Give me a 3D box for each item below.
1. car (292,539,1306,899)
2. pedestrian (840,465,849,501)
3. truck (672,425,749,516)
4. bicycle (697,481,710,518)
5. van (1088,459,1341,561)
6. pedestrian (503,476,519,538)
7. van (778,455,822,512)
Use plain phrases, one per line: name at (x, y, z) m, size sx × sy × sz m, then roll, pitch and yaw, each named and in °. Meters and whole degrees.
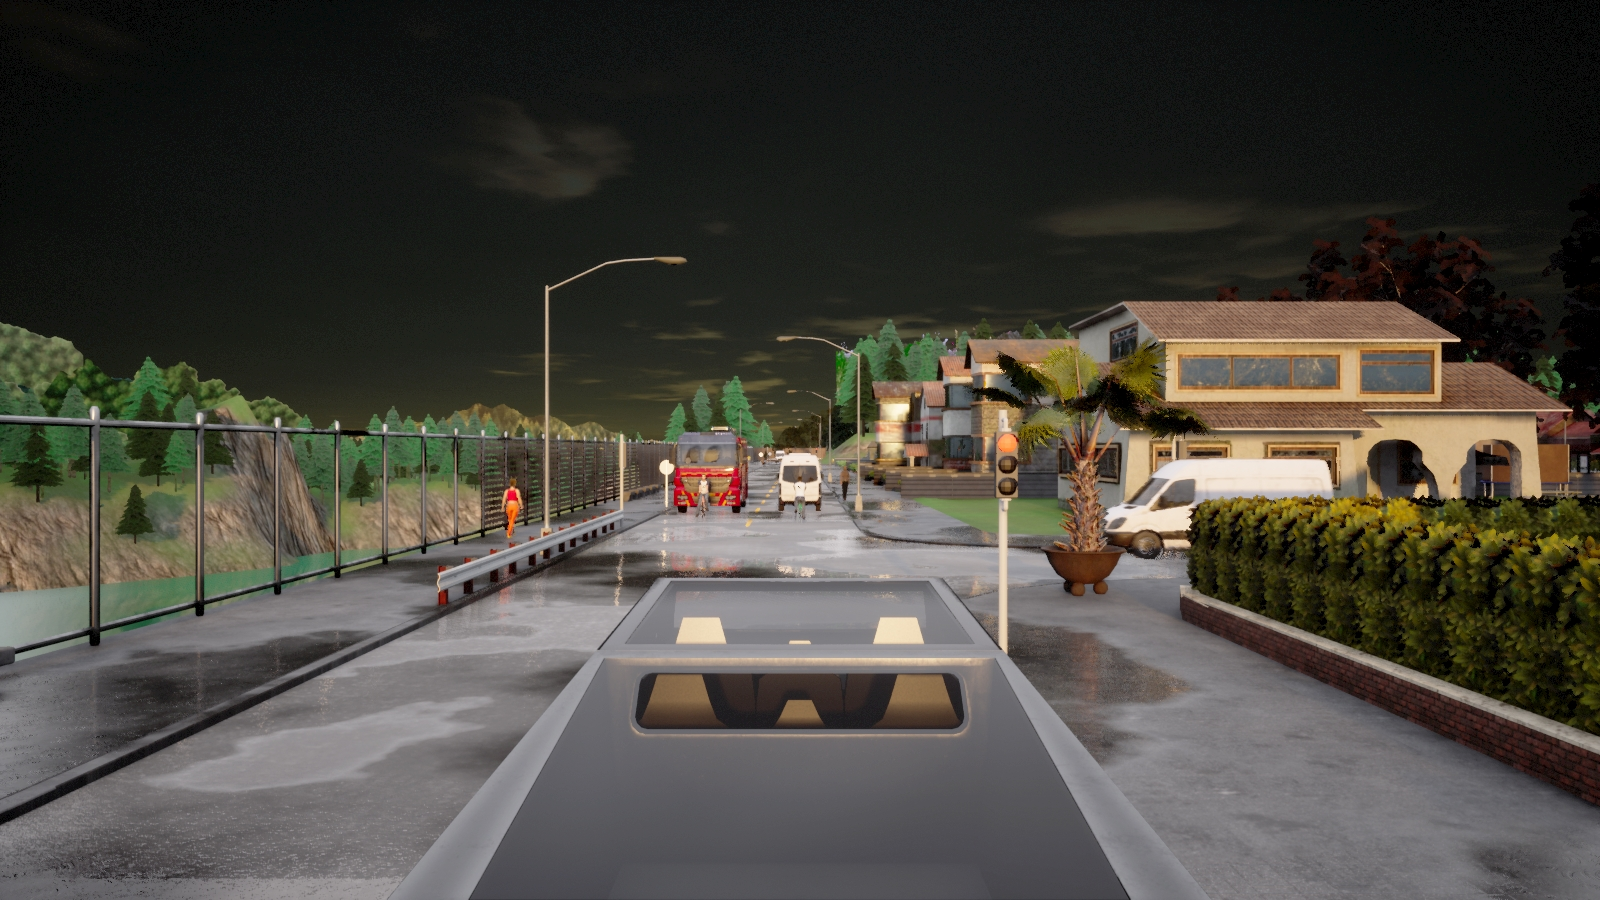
car at (-0.001, 1.751, 5.830) m, size 2.390 × 2.098 × 6.274 m, roll 0°, pitch 0°, yaw 0°
pedestrian at (2.303, 1.699, 58.855) m, size 0.375 × 1.860 × 0.375 m, roll 0°, pitch 0°, yaw -18°
truck at (-3.997, 0.871, 52.639) m, size 2.891 × 3.827 × 8.468 m, roll 0°, pitch 0°, yaw 0°
bicycle at (-3.996, 2.038, 47.352) m, size 0.373 × 1.496 × 1.643 m, roll 0°, pitch 0°, yaw 0°
van at (10.761, 1.523, 29.988) m, size 5.915 × 2.561 × 1.988 m, roll 0°, pitch 0°, yaw 0°
pedestrian at (-8.733, 1.731, 34.569) m, size 0.375 × 1.860 × 0.375 m, roll 0°, pitch 0°, yaw 1°
van at (0.002, 1.514, 54.569) m, size 1.988 × 2.561 × 5.915 m, roll 0°, pitch 0°, yaw 0°
